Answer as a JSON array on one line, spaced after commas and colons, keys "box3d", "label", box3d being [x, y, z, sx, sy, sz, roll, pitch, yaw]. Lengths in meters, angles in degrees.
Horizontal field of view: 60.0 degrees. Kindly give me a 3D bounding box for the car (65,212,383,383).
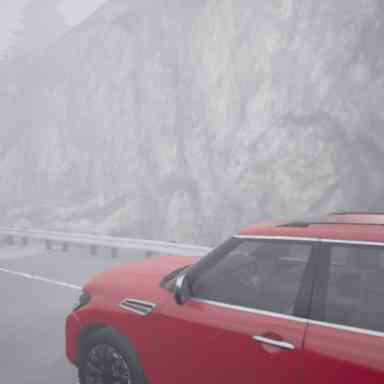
[{"box3d": [1.228, 1.213, 3.025, 5.566, 2.045, 2.150, 0, 0, 35], "label": "car"}]
